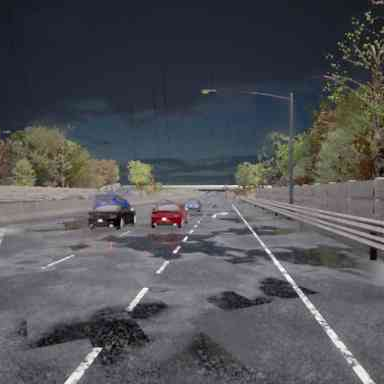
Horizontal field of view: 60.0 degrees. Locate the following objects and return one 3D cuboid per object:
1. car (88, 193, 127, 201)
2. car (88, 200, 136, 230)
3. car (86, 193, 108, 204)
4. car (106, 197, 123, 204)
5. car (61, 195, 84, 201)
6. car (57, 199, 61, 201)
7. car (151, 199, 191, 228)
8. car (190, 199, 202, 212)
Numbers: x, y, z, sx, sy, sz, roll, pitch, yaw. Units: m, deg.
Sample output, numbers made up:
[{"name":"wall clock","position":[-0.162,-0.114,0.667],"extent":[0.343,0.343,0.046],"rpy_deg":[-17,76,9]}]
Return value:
[{"name":"car","position":[-7.564,1.238,31.556],"extent":[2.150,2.045,5.566],"rpy_deg":[0,0,5]},{"name":"car","position":[-4.984,1.488,21.416],"extent":[1.882,1.535,5.008],"rpy_deg":[0,0,5]},{"name":"car","position":[-18.602,1.292,65.452],"extent":[2.150,2.045,5.566],"rpy_deg":[0,0,6]},{"name":"car","position":[-15.123,1.633,65.228],"extent":[1.994,1.385,4.181],"rpy_deg":[0,0,6]},{"name":"car","position":[-22.316,1.415,63.404],"extent":[2.097,1.767,4.553],"rpy_deg":[0,0,6]},{"name":"car","position":[-25.411,1.613,67.746],"extent":[2.033,1.411,5.357],"rpy_deg":[0,0,5]},{"name":"car","position":[-1.398,1.489,22.198],"extent":[1.882,1.535,5.008],"rpy_deg":[0,0,5]},{"name":"car","position":[0.149,1.573,38.961],"extent":[2.033,1.411,5.357],"rpy_deg":[0,0,5]}]
